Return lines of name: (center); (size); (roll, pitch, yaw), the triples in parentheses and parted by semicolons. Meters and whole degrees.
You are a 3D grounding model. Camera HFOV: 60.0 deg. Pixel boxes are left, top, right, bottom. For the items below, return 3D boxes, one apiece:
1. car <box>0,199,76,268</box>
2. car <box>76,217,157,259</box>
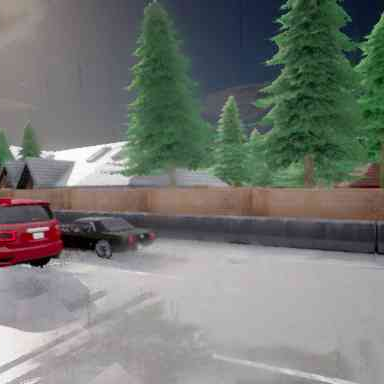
car: (-6.353, 1.218, 9.804); (5.566, 2.045, 2.150); (0, 0, 27)
car: (-3.752, 1.597, 12.426); (4.718, 1.301, 1.895); (0, 0, 26)
